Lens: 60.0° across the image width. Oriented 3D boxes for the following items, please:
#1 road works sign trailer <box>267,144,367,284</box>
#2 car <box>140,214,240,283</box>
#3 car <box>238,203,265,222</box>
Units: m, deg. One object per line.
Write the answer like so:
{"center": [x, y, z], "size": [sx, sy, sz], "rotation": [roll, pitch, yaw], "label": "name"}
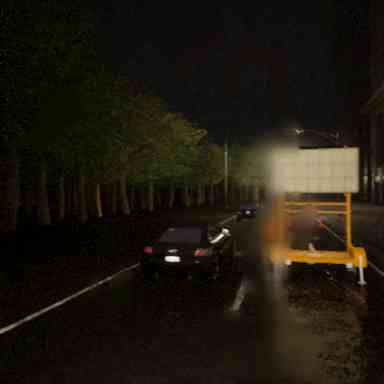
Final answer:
{"center": [3.553, 0.456, 9.732], "size": [2.380, 3.560, 2.880], "rotation": [0, 0, 15], "label": "road works sign trailer"}
{"center": [0.071, 1.570, 9.873], "size": [1.994, 1.385, 4.181], "rotation": [0, 0, 15], "label": "car"}
{"center": [4.824, 1.591, 27.112], "size": [2.033, 1.411, 5.357], "rotation": [0, 0, 15], "label": "car"}
